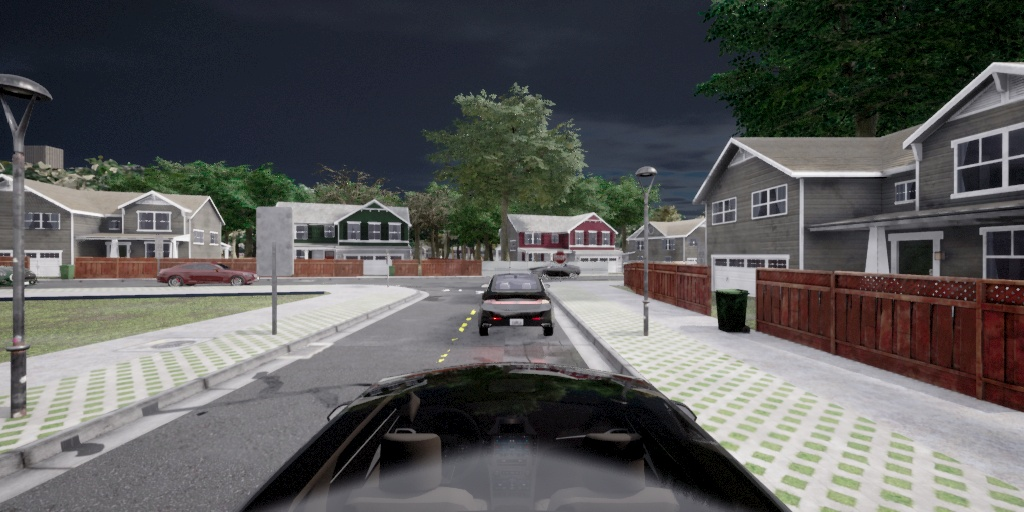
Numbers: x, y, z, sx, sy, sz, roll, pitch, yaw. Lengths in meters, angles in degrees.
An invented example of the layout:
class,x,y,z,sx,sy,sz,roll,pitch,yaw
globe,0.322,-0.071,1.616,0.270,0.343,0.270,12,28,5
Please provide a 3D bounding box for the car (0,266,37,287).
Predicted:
class,x,y,z,sx,sy,sz,roll,pitch,yaw
car,-26.897,0.776,17.532,4.553,1.767,2.097,1,0,-20

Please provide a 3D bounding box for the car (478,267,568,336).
class,x,y,z,sx,sy,sz,roll,pitch,yaw
car,0.104,1.240,10.314,2.128,1.511,4.902,0,0,0

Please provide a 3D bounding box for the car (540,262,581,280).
class,x,y,z,sx,sy,sz,roll,pitch,yaw
car,3.725,1.299,31.800,4.902,1.511,2.128,1,0,-20

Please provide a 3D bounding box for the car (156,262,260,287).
class,x,y,z,sx,sy,sz,roll,pitch,yaw
car,-17.563,1.071,20.932,4.674,1.442,1.812,1,0,-20
